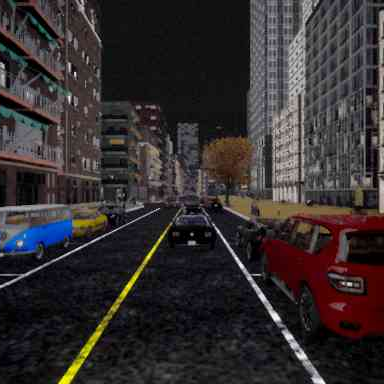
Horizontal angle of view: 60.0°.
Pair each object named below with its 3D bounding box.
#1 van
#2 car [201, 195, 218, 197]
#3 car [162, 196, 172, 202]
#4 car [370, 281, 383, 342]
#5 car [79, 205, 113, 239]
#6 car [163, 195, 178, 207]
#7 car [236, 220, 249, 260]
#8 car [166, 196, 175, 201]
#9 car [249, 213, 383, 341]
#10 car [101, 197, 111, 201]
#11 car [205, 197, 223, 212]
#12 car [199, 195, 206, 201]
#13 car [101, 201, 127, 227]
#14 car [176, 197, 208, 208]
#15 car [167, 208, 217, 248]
[{"bbox_3d":[-5.688,1.340,11.964,1.690,1.788,3.998,0,0,0],"label":"van"},{"bbox_3d":[2.693,1.342,45.101,2.192,1.841,5.009,0,0,0],"label":"car"},{"bbox_3d":[-5.689,1.624,77.489,2.008,1.369,4.403,0,0,0],"label":"car"},{"bbox_3d":[2.693,1.548,0.918,2.008,1.369,4.403,0,0,0],"label":"car"},{"bbox_3d":[-5.688,1.527,17.317,1.752,1.417,4.829,0,0,0],"label":"car"},{"bbox_3d":[-3.000,1.438,50.680,2.097,1.767,4.553,0,0,0],"label":"car"},{"bbox_3d":[2.693,1.565,11.963,1.947,1.339,4.313,0,0,0],"label":"car"},{"bbox_3d":[-5.689,1.646,88.555,2.008,1.369,4.403,0,0,0],"label":"car"},{"bbox_3d":[2.693,1.313,6.442,2.192,1.841,5.009,0,0,0],"label":"car"},{"bbox_3d":[-16.425,1.382,58.084,4.403,1.369,2.008,1,-1,-1],"label":"car"},{"bbox_3d":[2.692,1.587,39.578,1.947,1.339,4.313,0,0,0],"label":"car"},{"bbox_3d":[2.691,1.621,88.725,1.752,1.417,4.829,0,0,0],"label":"car"},{"bbox_3d":[-5.689,1.571,23.010,1.947,1.339,4.313,0,0,0],"label":"car"},{"bbox_3d":[0.000,1.507,29.650,2.128,1.511,4.902,0,0,0],"label":"car"},{"bbox_3d":[0.000,1.618,14.680,1.895,1.301,4.718,0,0,0],"label":"car"}]
